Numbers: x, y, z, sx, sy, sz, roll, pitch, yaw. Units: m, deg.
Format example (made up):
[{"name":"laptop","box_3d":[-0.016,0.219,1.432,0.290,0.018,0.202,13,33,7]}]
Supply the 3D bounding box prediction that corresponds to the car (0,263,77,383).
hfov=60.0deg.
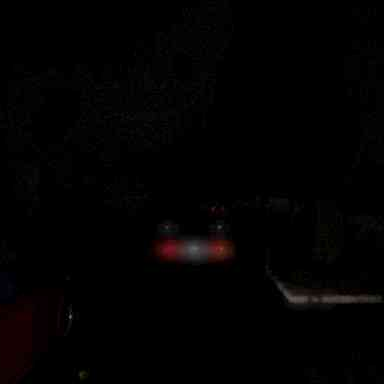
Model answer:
[{"name":"car","box_3d":[-2.842,1.561,3.669,1.994,1.385,4.181,0,0,0]}]

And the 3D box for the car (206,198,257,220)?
[{"name":"car","box_3d":[3.071,1.308,25.503,2.097,1.767,4.553,0,1,43]}]

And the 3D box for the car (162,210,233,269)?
[{"name":"car","box_3d":[0.077,1.540,11.053,2.033,1.411,5.357,0,0,0]}]
